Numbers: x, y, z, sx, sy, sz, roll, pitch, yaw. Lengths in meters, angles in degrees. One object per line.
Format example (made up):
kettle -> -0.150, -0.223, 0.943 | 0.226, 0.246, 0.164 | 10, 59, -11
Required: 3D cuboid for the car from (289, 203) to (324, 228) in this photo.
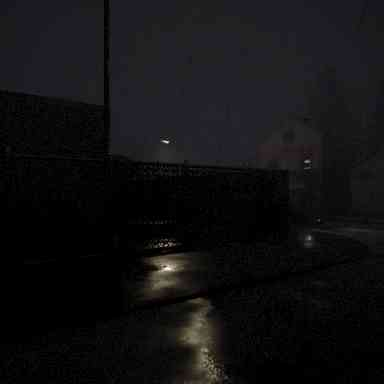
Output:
car -> 6.368, 1.505, 22.288 | 1.837, 1.490, 4.892 | 0, 0, -35
